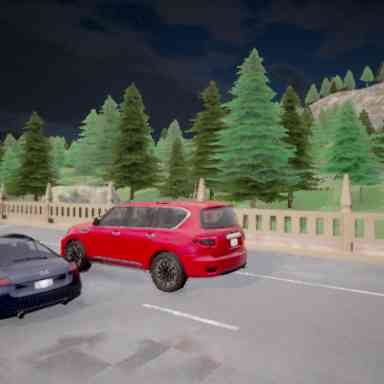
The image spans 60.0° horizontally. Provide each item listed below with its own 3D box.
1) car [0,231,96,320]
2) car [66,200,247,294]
[{"bbox_3d":[-4.235,1.576,6.977,4.181,1.385,1.994,0,0,35],"label":"car"},{"bbox_3d":[-1.230,1.245,9.147,5.566,2.045,2.150,0,0,35],"label":"car"}]
